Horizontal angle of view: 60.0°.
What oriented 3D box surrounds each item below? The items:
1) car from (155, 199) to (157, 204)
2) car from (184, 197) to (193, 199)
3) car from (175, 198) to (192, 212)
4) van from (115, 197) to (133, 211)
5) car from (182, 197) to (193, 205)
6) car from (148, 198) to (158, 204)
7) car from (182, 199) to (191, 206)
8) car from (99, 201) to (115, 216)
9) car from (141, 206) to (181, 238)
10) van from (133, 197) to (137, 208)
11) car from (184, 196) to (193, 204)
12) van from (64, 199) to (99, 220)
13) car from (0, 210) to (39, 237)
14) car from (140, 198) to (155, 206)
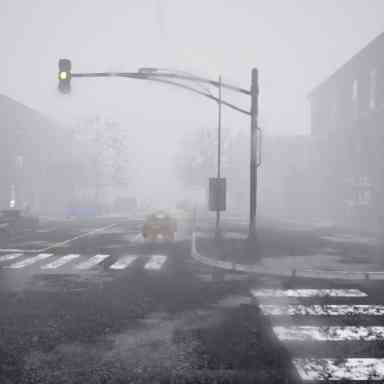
[{"bbox_3d":[-9.395,2.110,74.125,1.887,1.381,4.507,0,0,1],"label":"car"},{"bbox_3d":[-1.161,2.139,62.923,1.947,1.339,4.313,0,0,1],"label":"car"},{"bbox_3d":[-1.379,1.979,46.286,2.008,1.369,4.403,0,0,1],"label":"car"},{"bbox_3d":[-9.758,1.667,46.399,1.690,1.788,3.998,0,0,1],"label":"van"},{"bbox_3d":[-1.015,1.983,74.017,2.192,1.841,5.009,0,0,1],"label":"car"},{"bbox_3d":[-9.323,2.195,79.670,1.802,1.307,4.206,0,0,1],"label":"car"},{"bbox_3d":[-1.088,2.165,68.469,1.887,1.381,4.507,0,0,1],"label":"car"},{"bbox_3d":[-9.903,1.774,35.306,1.887,1.381,4.507,0,0,1],"label":"car"},{"bbox_3d":[-1.740,1.715,18.729,1.752,1.417,4.829,0,0,1],"label":"car"},{"bbox_3d":[-9.684,1.715,51.944,1.690,1.788,3.998,0,0,1],"label":"van"},{"bbox_3d":[-0.870,2.079,85.108,2.192,1.841,5.009,0,0,1],"label":"car"},{"bbox_3d":[-9.975,1.523,29.762,1.690,1.788,3.998,0,0,1],"label":"van"},{"bbox_3d":[-10.121,1.667,18.669,1.802,1.307,4.206,0,0,1],"label":"car"},{"bbox_3d":[-9.468,2.084,68.579,1.947,1.339,4.313,0,0,1],"label":"car"}]
